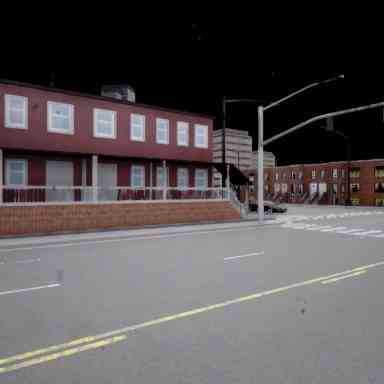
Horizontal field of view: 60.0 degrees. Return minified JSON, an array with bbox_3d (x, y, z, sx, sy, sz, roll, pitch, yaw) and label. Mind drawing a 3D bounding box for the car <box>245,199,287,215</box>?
[{"bbox_3d":[7.601,1.505,34.374,1.837,1.490,4.892,0,0,-34],"label":"car"}]
